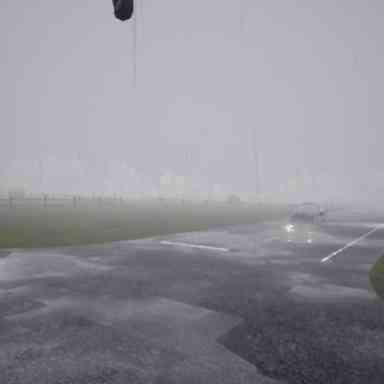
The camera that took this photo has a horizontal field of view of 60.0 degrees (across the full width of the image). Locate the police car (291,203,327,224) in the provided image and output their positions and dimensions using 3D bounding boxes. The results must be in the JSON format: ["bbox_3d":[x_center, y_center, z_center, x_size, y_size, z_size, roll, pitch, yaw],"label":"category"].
[{"bbox_3d":[9.789,1.705,27.827,1.930,1.638,5.238,0,-1,35],"label":"police car"}]
